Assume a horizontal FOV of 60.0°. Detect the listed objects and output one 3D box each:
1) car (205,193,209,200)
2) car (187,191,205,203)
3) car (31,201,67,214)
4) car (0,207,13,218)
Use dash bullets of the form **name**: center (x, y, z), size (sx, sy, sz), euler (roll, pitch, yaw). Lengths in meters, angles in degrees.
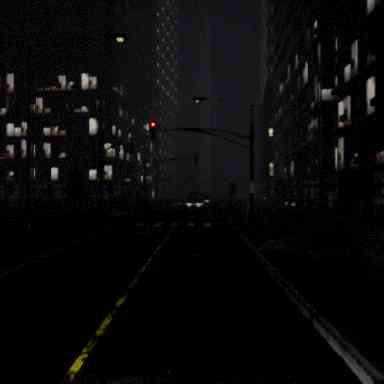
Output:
- **car**: center (2.663, 0.974, 73.830), size (1.882, 1.535, 5.008), euler (0, 0, 8)
- **car**: center (0.534, 0.838, 58.345), size (2.150, 2.045, 5.566), euler (0, 1, 7)
- **car**: center (-15.950, 1.639, 36.581), size (4.403, 1.369, 2.008), euler (-1, 1, 11)
- **car**: center (-17.500, 1.646, 28.346), size (4.403, 1.369, 2.008), euler (-1, 1, 11)
